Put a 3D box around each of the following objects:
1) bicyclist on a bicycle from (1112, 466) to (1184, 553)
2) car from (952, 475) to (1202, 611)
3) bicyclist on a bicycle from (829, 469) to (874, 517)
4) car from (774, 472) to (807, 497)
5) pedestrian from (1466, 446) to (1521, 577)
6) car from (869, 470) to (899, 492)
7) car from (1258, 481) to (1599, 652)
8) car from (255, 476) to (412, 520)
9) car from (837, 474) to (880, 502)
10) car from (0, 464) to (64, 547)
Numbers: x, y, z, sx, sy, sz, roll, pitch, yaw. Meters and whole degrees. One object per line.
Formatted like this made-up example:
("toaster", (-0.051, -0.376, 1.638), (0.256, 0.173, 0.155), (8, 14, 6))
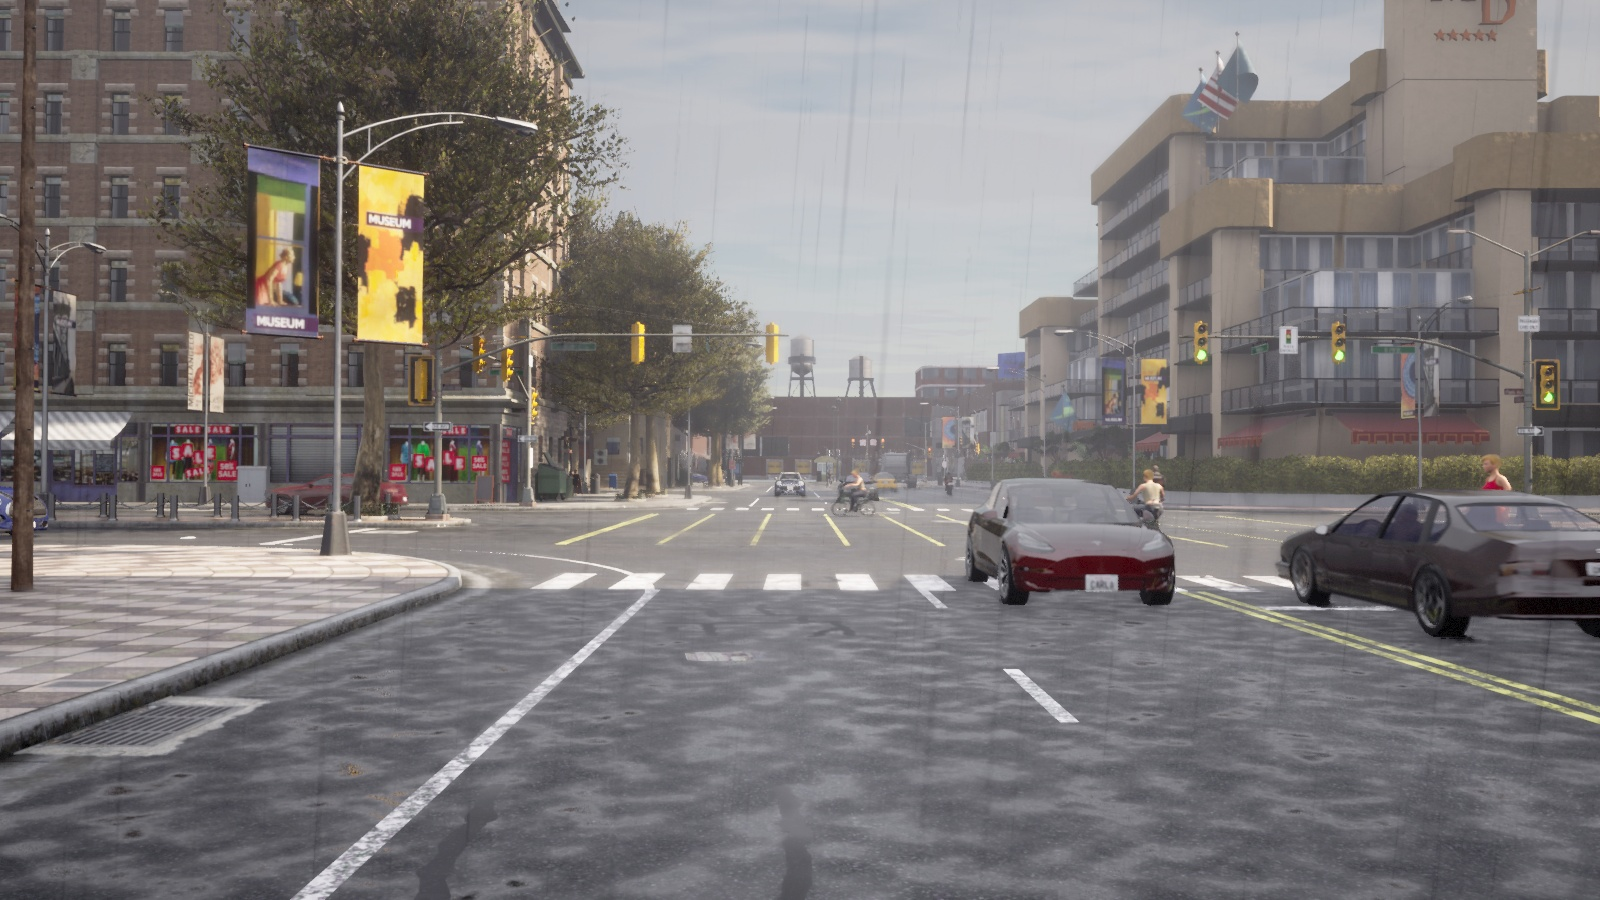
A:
("bicyclist on a bicycle", (6.733, 1.133, 24.389), (0.866, 1.612, 1.509), (-1, -1, -4))
("car", (3.360, 1.074, 16.305), (2.163, 1.488, 4.792), (0, -1, 0))
("bicyclist on a bicycle", (1.745, 1.461, 42.808), (1.509, 1.612, 0.866), (0, -1, 0))
("car", (-0.590, 2.065, 76.577), (1.970, 1.475, 3.806), (0, -1, 0))
("pedestrian", (9.841, 0.872, 17.829), (0.594, 1.836, 0.345), (0, -1, 12))
("car", (6.273, 2.307, 94.219), (1.801, 1.575, 5.366), (0, -1, 0))
("car", (6.901, 1.059, 13.397), (2.033, 1.411, 5.357), (0, -1, 0))
("car", (-15.829, 1.620, 42.746), (4.674, 1.442, 1.812), (0, -1, -1))
("car", (2.995, 1.956, 65.030), (1.994, 1.385, 4.181), (0, -1, -1))
("car", (-19.190, 1.215, 27.790), (4.553, 1.767, 2.097), (0, -1, 1))
